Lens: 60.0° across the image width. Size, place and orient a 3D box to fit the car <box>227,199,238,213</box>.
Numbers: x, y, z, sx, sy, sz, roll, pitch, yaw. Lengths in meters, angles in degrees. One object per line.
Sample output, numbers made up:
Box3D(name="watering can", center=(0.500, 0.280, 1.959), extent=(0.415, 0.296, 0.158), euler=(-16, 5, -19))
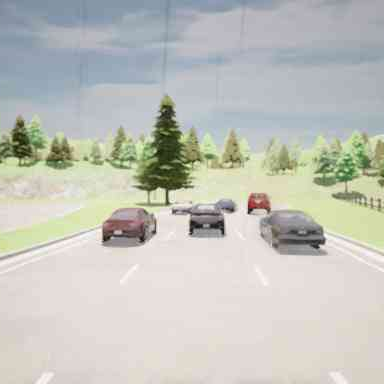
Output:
Box3D(name="car", center=(3.638, 1.378, 34.746), extent=(1.994, 1.385, 4.181), euler=(0, 0, 15))

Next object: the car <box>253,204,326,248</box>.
Box3D(name="car", center=(4.090, 1.471, 14.323), extent=(2.033, 1.411, 5.357), euler=(0, 0, 4))

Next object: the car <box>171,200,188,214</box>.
Box3D(name="car", center=(-0.564, 1.427, 32.572), extent=(1.895, 1.301, 4.718), euler=(0, 0, 13))

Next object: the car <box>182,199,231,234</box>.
Box3D(name="car", center=(0.870, 1.392, 18.402), extent=(2.128, 1.511, 4.902), euler=(0, 0, 4))

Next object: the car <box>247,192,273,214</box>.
Box3D(name="car", center=(6.784, 1.044, 33.225), extent=(2.150, 2.045, 5.566), euler=(0, 0, 15))

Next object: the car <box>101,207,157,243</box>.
Box3D(name="car", center=(-2.827, 1.442, 15.620), extent=(1.812, 1.442, 4.674), euler=(0, 0, 3))
